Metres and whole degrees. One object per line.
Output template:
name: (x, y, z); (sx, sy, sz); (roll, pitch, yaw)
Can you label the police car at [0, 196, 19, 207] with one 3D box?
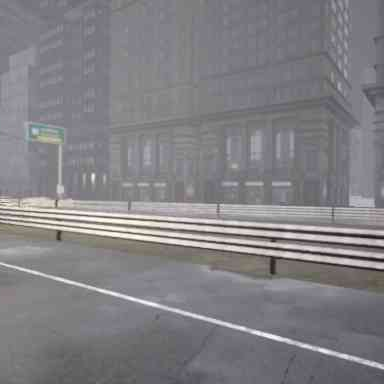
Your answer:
police car: (-26.885, 1.332, 46.905); (5.238, 1.638, 1.930); (1, 0, 18)
